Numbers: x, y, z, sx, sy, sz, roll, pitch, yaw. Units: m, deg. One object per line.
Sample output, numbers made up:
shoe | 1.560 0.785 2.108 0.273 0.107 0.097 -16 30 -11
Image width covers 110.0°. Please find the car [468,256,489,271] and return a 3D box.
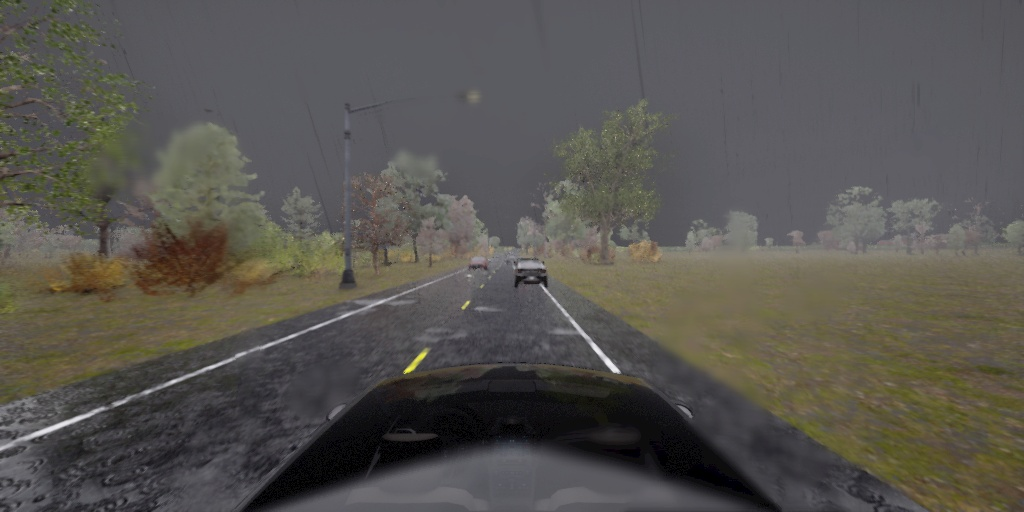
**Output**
car | -3.555 0.766 38.775 1.882 1.535 5.008 0 0 0

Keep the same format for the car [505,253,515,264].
car | 0.030 0.563 57.658 1.812 1.442 4.674 0 1 0

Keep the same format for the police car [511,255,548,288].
police car | 1.058 0.931 21.672 1.930 1.638 5.238 0 1 0
